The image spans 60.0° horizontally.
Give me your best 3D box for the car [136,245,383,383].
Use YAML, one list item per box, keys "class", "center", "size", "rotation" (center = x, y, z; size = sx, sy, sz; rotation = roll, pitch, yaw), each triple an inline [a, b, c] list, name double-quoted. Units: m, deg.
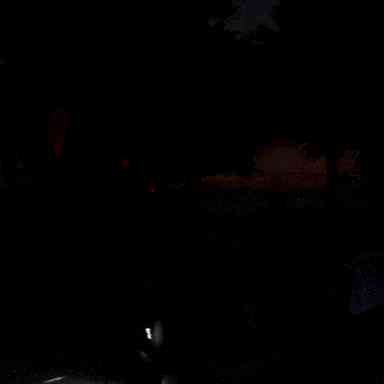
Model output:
- class: "car"
  center: [1.961, 1.548, 4.778]
  size: [5.357, 1.411, 2.033]
  rotation: [0, 0, -36]
